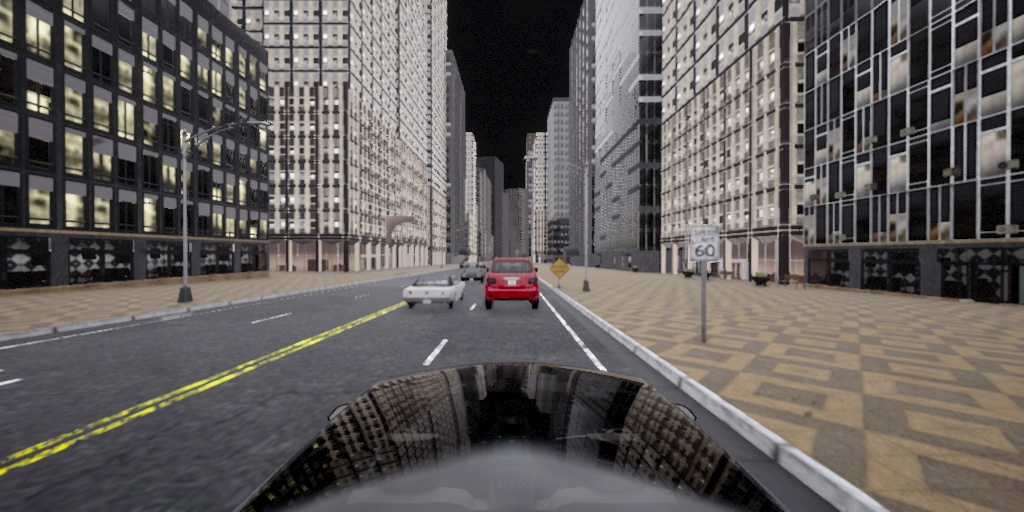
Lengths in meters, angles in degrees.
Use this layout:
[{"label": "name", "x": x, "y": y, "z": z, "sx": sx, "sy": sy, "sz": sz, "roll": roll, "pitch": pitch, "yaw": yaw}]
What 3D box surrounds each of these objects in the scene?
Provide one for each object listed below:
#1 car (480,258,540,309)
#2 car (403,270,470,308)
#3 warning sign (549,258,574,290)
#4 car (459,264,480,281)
[{"label": "car", "x": 0.003, "y": 1.098, "z": 15.874, "sx": 2.150, "sy": 2.045, "sz": 5.566, "roll": 0, "pitch": 0, "yaw": 0}, {"label": "car", "x": -3.246, "y": 1.483, "z": 15.948, "sx": 1.895, "sy": 1.301, "sz": 4.718, "roll": 0, "pitch": 0, "yaw": 0}, {"label": "warning sign", "x": 2.853, "y": 1.051, "z": 21.672, "sx": 1.300, "sy": 1.860, "sz": 1.060, "roll": 0, "pitch": 0, "yaw": 0}, {"label": "car", "x": -3.244, "y": 1.623, "z": 30.951, "sx": 1.895, "sy": 1.301, "sz": 4.718, "roll": 0, "pitch": 0, "yaw": 0}]
